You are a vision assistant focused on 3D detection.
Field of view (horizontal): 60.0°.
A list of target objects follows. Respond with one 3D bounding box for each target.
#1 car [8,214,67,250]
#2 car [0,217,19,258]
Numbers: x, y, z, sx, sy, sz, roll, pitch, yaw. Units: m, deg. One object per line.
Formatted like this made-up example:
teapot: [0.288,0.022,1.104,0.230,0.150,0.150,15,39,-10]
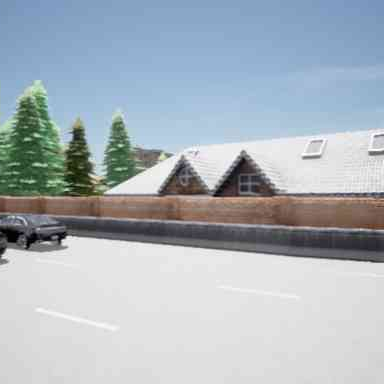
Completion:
car: [-8.124,1.824,16.036,4.902,1.511,2.128,0,-2,32]
car: [-8.867,1.743,12.382,4.892,1.490,1.837,0,-2,31]
